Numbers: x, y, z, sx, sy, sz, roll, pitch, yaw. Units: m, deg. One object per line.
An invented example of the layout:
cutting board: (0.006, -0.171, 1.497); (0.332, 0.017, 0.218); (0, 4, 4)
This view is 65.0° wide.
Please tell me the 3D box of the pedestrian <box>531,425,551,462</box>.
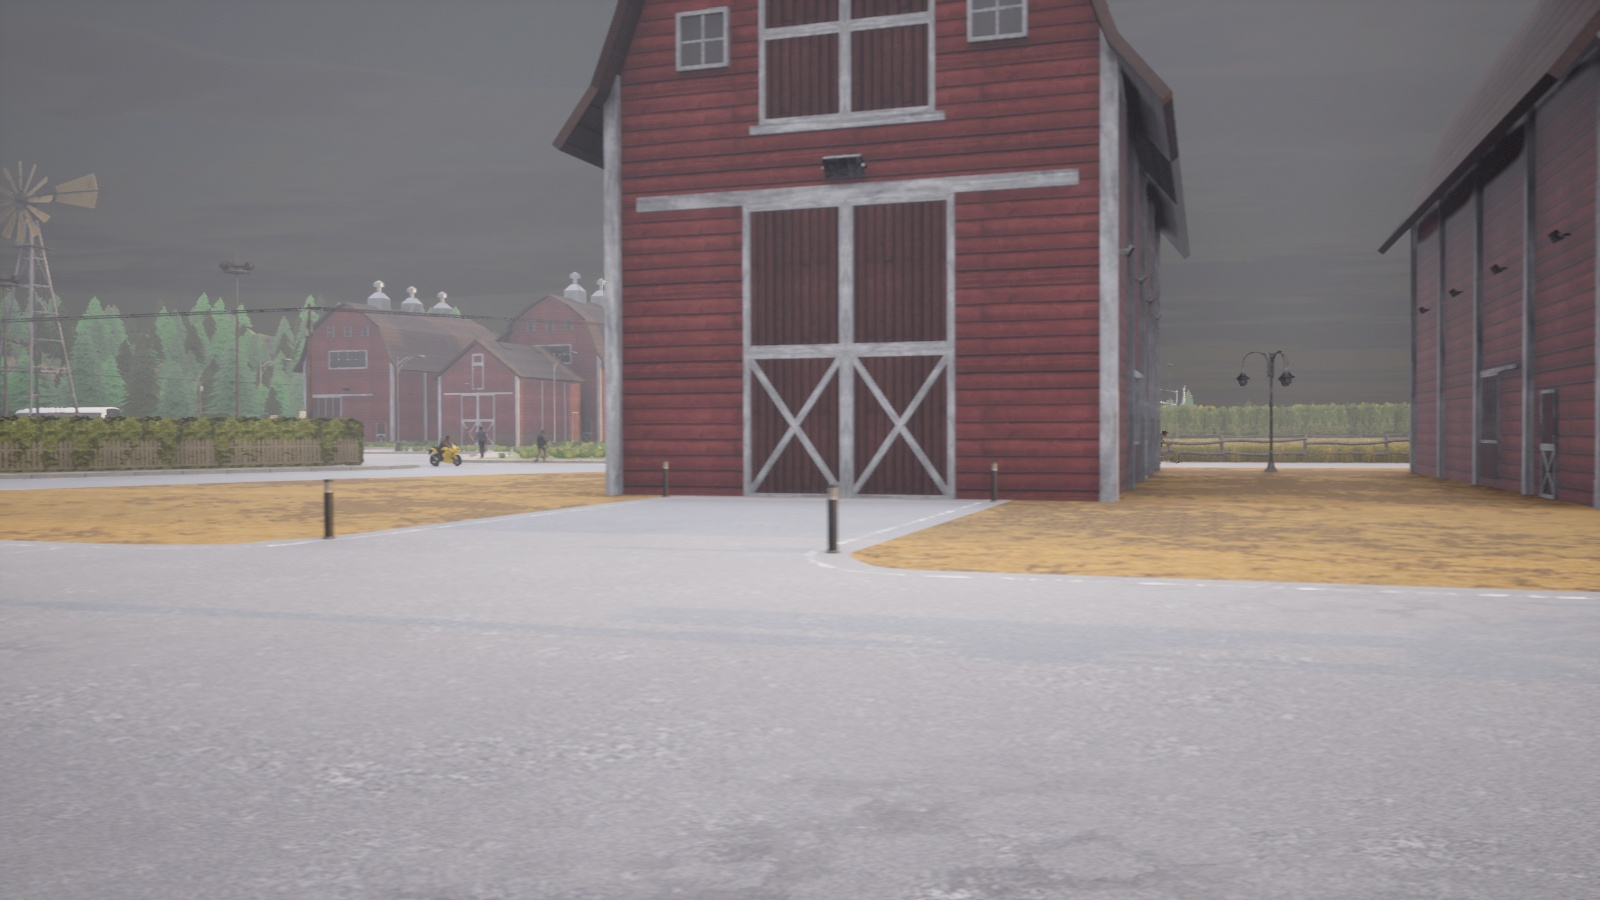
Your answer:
pedestrian: (-13.502, -0.347, 65.457); (0.563, 1.883, 0.849); (1, 1, 30)

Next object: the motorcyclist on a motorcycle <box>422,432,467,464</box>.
motorcyclist on a motorcycle: (-17.184, -0.089, 60.703); (2.044, 1.523, 0.797); (1, 1, 25)

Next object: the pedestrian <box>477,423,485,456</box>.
pedestrian: (-18.430, -0.609, 72.522); (0.423, 1.949, 0.788); (0, 1, -12)
